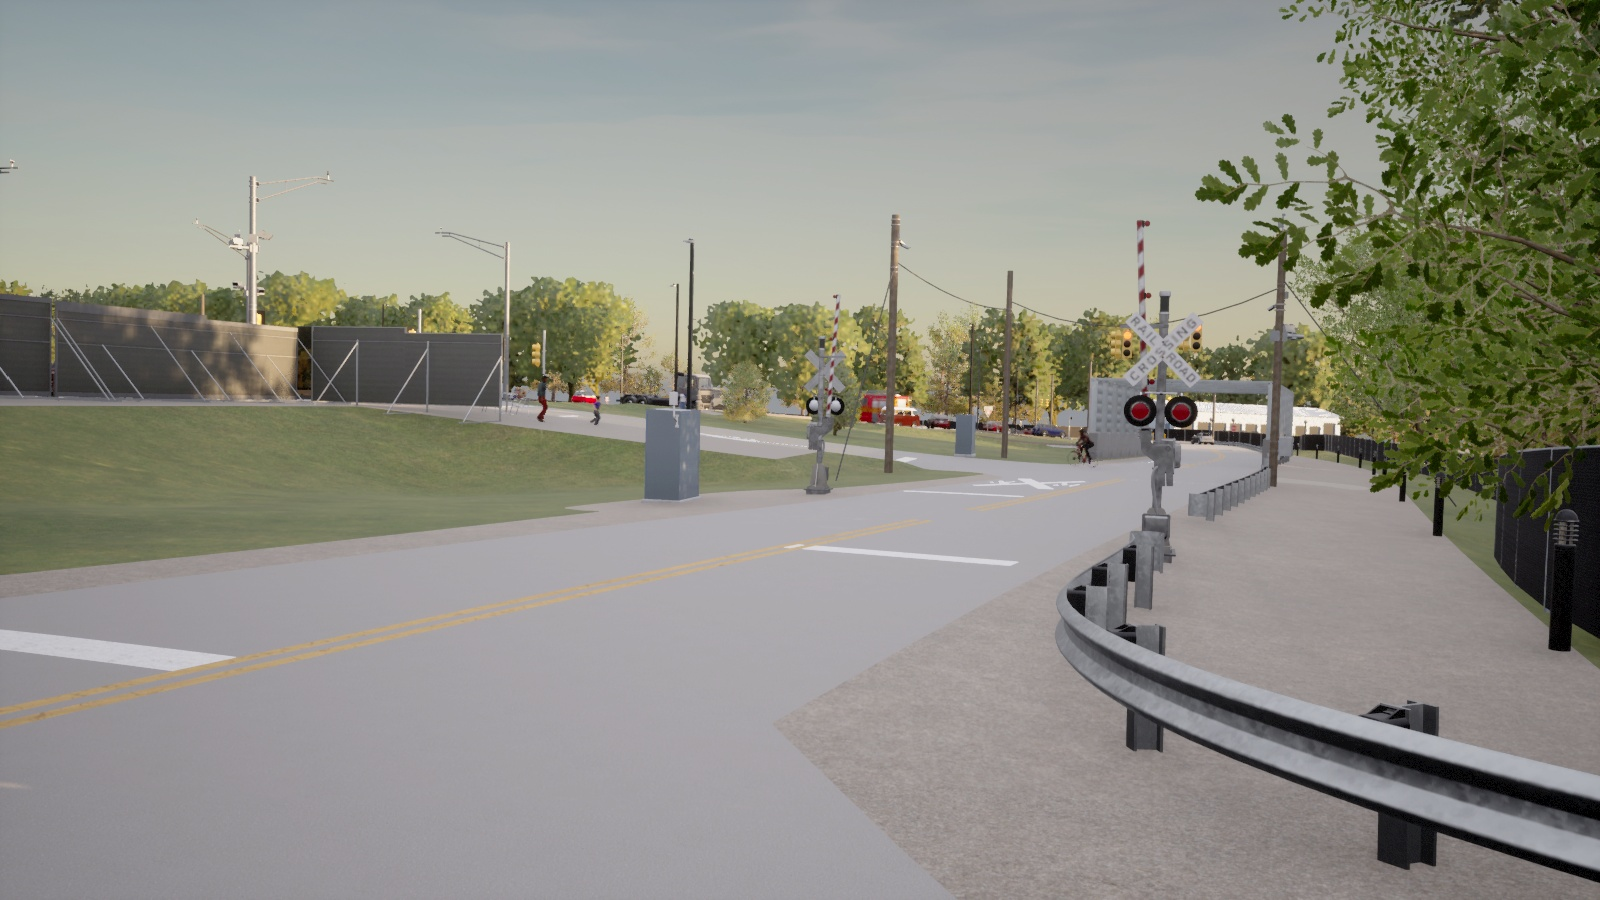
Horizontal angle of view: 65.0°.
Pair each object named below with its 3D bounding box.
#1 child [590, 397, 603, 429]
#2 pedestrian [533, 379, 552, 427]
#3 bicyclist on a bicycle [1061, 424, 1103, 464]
[{"bbox_3d":[-8.035,-1.471,49.558,0.437,1.263,0.270,1,3,8],"label":"child"},{"bbox_3d":[-9.927,-1.810,48.431,0.614,1.847,0.353,1,3,13],"label":"pedestrian"},{"bbox_3d":[12.141,-0.273,54.073,1.656,1.620,0.582,4,0,-26],"label":"bicyclist on a bicycle"}]
